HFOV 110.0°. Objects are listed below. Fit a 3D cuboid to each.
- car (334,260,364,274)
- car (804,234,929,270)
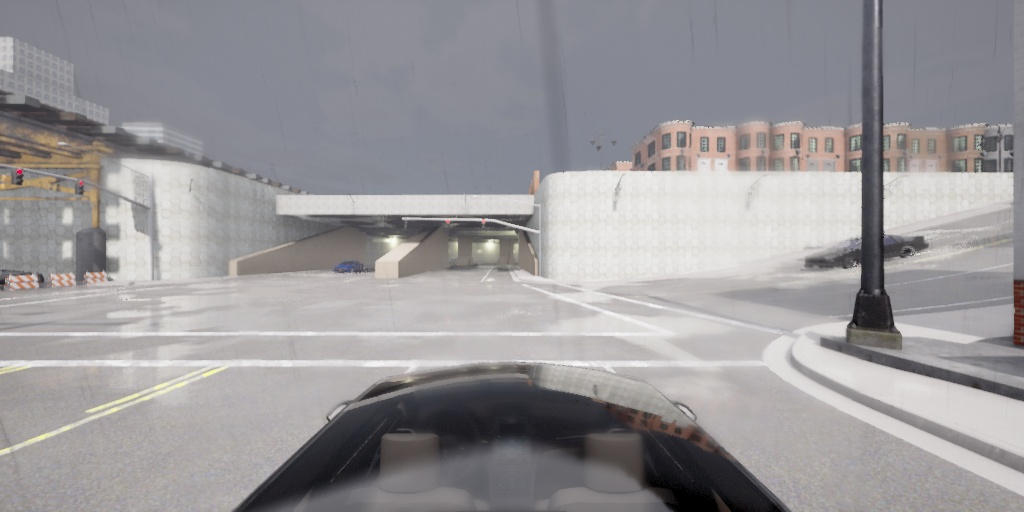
[{"bbox_3d":[-18.556,1.240,41.032,1.882,1.535,5.008,0,1,-3],"label":"car"},{"bbox_3d":[18.668,-0.314,19.016,5.357,1.411,2.033,-11,0,-1],"label":"car"}]
